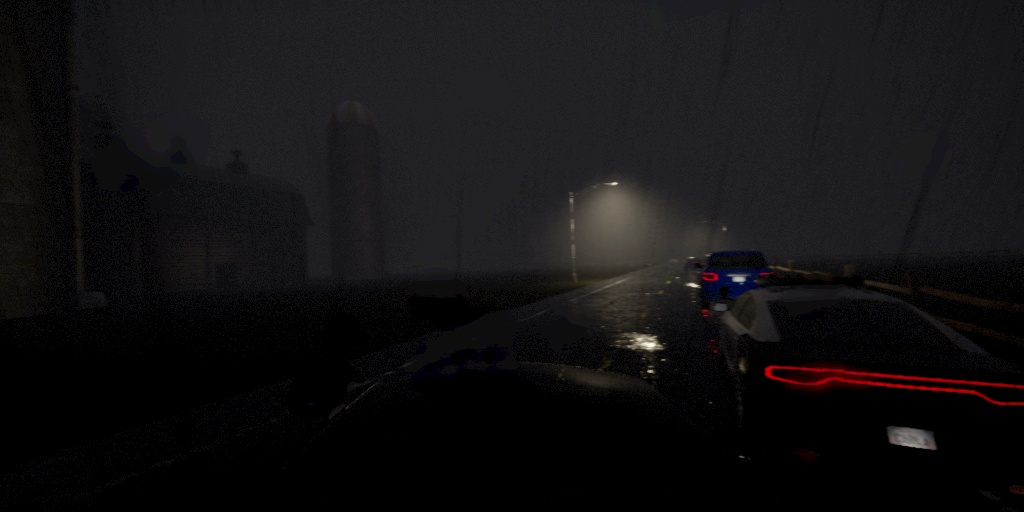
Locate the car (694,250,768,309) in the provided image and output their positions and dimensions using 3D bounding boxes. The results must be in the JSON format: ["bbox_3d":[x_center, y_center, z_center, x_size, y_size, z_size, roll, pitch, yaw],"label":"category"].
[{"bbox_3d":[8.373,0.812,13.757,2.150,2.045,5.566,-2,-1,26],"label":"car"}]

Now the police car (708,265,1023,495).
[{"bbox_3d":[3.972,1.070,4.866,1.930,1.638,5.238,-2,-1,26],"label":"police car"}]

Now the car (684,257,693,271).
[{"bbox_3d":[21.591,0.947,42.632,1.882,1.535,5.008,-2,-1,27],"label":"car"}]
